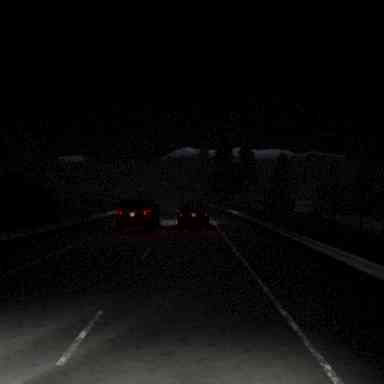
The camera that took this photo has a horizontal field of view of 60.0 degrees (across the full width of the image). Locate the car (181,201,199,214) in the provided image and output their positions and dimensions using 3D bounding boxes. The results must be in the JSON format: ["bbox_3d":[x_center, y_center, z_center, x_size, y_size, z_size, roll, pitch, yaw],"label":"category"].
[{"bbox_3d":[-0.309,1.859,41.497,2.033,1.411,5.357,0,0,-3],"label":"car"}]

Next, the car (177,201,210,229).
[{"bbox_3d":[0.099,1.526,23.244,2.097,1.767,4.553,0,-1,0],"label":"car"}]

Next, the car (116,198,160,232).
[{"bbox_3d":[-3.398,1.384,21.588,2.150,2.045,5.566,0,0,0],"label":"car"}]
